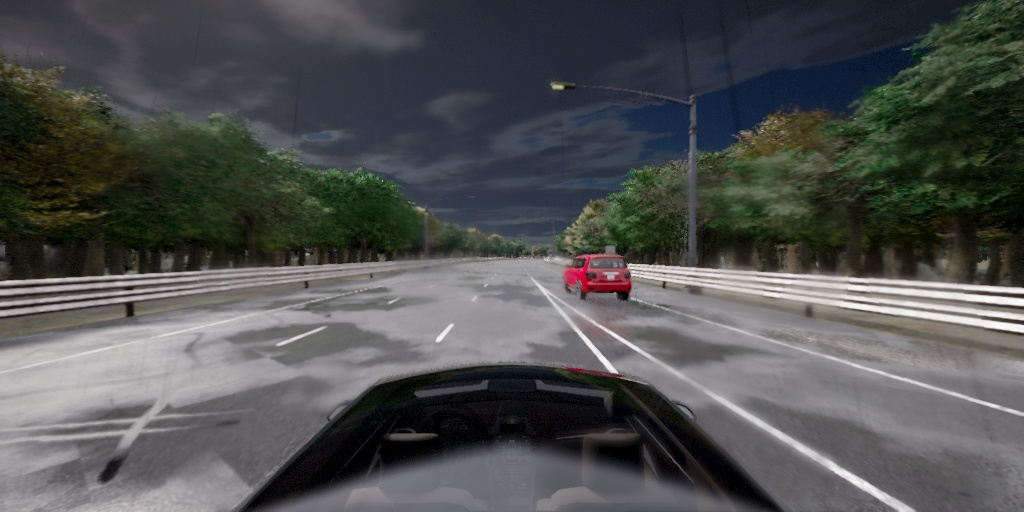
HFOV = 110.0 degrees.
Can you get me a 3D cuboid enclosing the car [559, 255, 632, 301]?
[{"bbox_3d":[3.963,0.971,17.437,2.150,2.045,5.566,0,0,-2],"label":"car"}]
